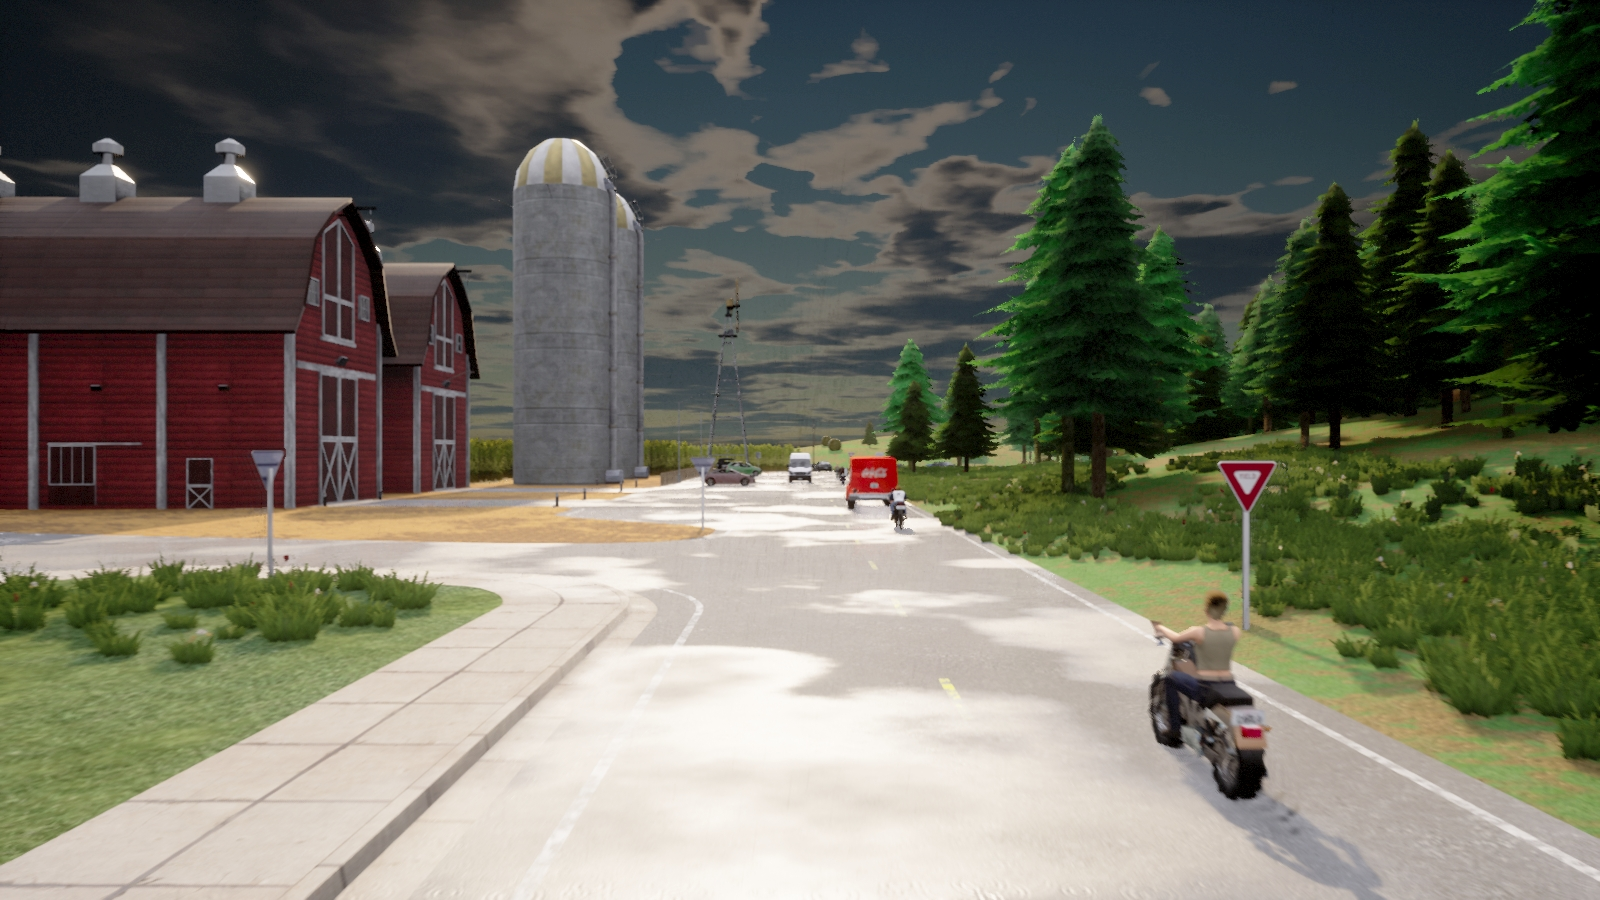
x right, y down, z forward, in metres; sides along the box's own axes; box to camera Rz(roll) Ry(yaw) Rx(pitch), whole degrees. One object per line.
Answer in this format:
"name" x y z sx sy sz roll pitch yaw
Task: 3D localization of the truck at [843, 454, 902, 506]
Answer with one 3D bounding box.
"truck" 3.513 1.428 56.441 2.627 2.467 5.204 0 0 0
